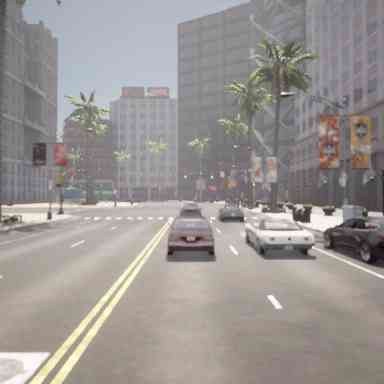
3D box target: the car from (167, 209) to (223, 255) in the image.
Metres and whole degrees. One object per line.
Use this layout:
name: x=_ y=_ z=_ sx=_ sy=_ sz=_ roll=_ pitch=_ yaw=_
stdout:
car: x=-0.045 y=1.679 z=13.970 sx=2.033 sy=1.411 sz=5.357 roll=0 pitch=-1 yaw=0

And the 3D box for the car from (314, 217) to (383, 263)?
car: x=6.652 y=1.630 z=12.410 sx=2.161 sy=1.482 sz=4.786 roll=0 pitch=-1 yaw=-1

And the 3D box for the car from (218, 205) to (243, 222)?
car: x=3.380 y=1.839 z=29.283 sx=1.994 sy=1.385 sz=4.181 roll=0 pitch=0 yaw=0

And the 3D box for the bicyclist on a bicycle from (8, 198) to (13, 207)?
bicyclist on a bicycle: x=-32.961 y=1.869 z=60.411 sx=0.582 sy=1.620 sz=1.656 roll=0 pitch=0 yaw=0

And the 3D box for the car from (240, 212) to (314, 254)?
car: x=3.456 y=1.734 z=14.104 sx=1.895 sy=1.301 sz=4.718 roll=0 pitch=0 yaw=0

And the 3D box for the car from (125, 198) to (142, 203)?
car: x=-16.800 y=2.470 z=93.221 sx=1.895 sy=1.301 sz=4.718 roll=1 pitch=-1 yaw=-45

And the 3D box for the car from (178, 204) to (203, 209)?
car: x=-0.121 y=1.783 z=29.284 sx=1.837 sy=1.490 sz=4.892 roll=0 pitch=0 yaw=0
